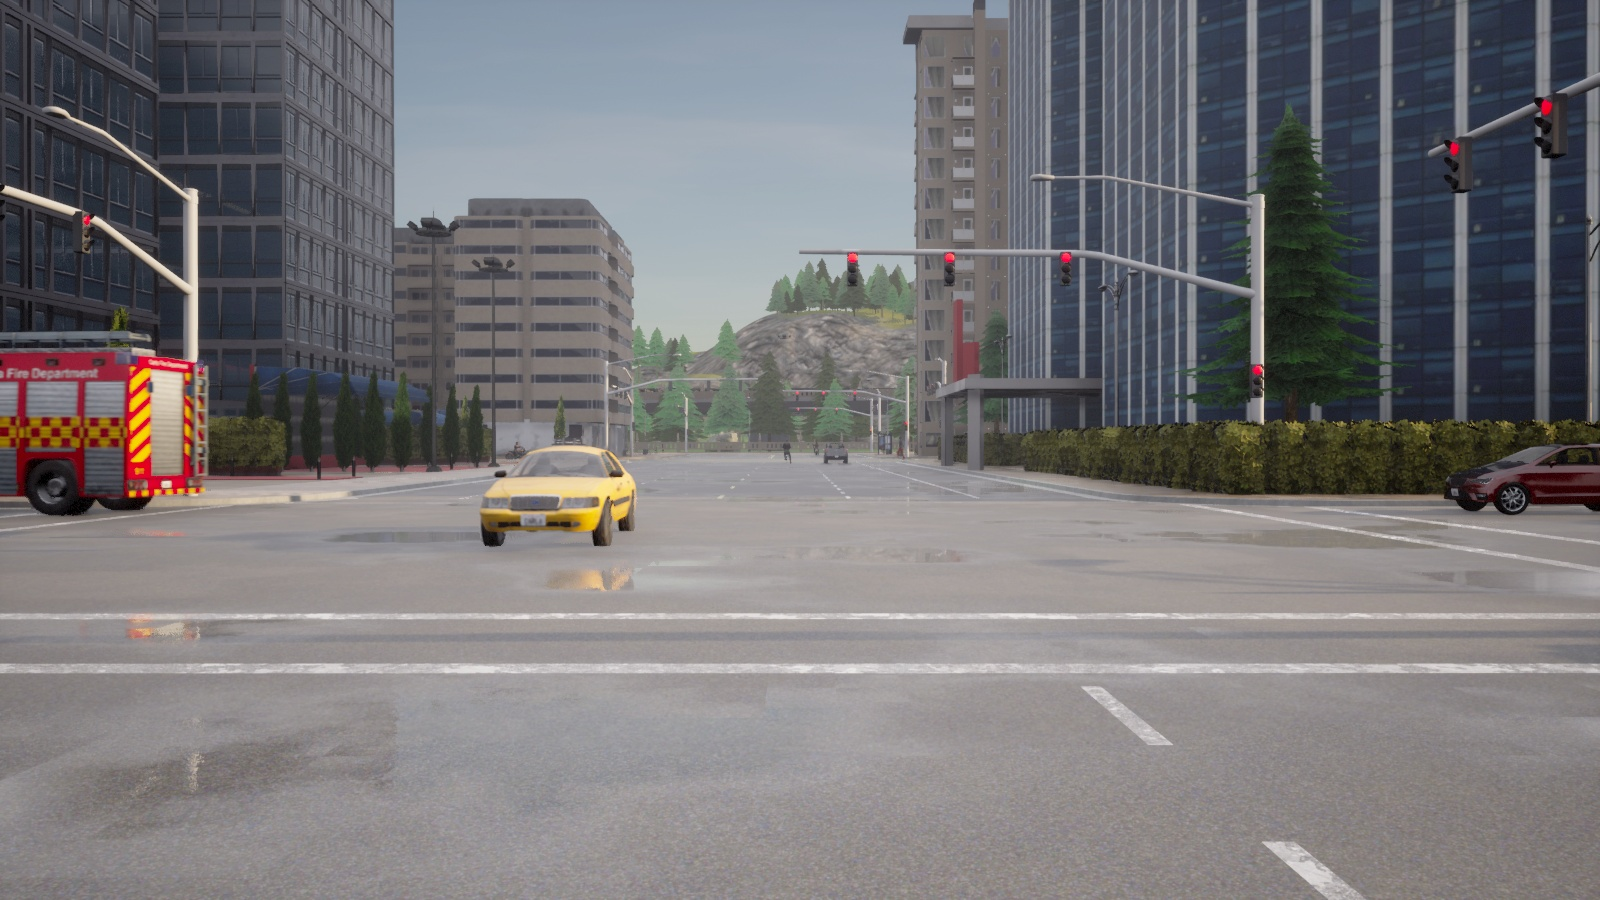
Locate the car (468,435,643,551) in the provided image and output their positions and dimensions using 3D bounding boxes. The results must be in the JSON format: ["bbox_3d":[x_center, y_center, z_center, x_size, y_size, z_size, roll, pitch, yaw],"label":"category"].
[{"bbox_3d":[-3.666,0.571,19.779,1.801,1.575,5.366,0,0,-1],"label":"car"}]

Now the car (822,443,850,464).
[{"bbox_3d":[2.553,0.252,90.334,1.845,1.501,3.633,0,0,-1],"label":"car"}]

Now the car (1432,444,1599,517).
[{"bbox_3d":[15.923,0.623,26.546,4.193,1.474,1.816,0,0,0],"label":"car"}]

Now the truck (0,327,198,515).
[{"bbox_3d":[-17.947,-0.587,27.291,8.468,3.827,2.891,0,0,5],"label":"truck"}]
